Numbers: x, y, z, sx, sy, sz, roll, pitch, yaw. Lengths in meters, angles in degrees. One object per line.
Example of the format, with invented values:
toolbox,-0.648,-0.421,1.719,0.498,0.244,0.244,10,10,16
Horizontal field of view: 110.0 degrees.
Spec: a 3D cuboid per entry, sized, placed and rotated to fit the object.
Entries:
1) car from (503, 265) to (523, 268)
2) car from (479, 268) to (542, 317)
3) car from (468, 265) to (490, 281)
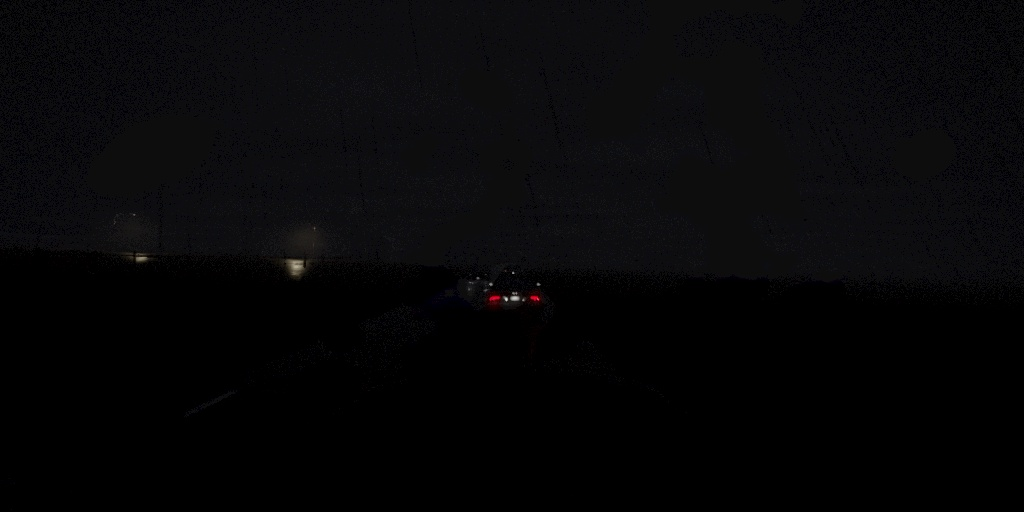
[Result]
car,0.103,1.519,34.463,1.994,1.385,4.181,0,0,0
car,0.097,1.362,13.466,2.033,1.411,5.357,0,0,0
car,-2.842,1.491,32.692,2.033,1.411,5.357,0,0,0
